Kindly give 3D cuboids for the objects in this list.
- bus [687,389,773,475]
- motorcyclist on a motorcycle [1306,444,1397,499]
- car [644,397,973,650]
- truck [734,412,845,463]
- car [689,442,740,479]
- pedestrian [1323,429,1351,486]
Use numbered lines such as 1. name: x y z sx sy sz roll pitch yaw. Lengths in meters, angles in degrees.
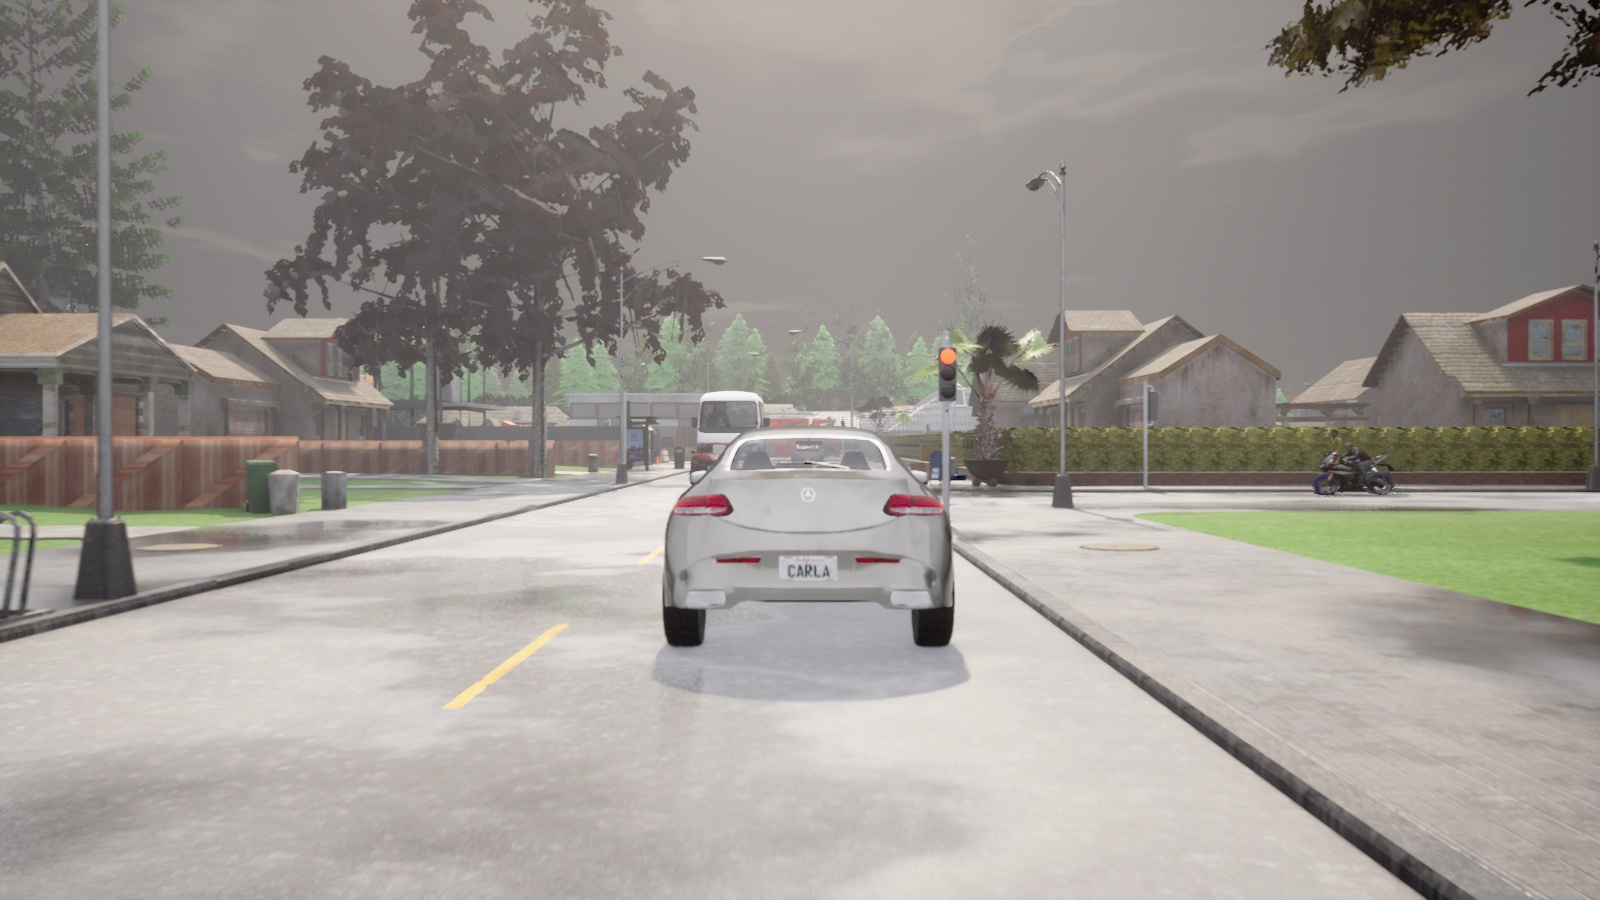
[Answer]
1. bus: -3.589 -1.014 67.570 3.944 4.253 10.273 0 1 0
2. motorcyclist on a motorcycle: 15.469 0.595 35.257 2.191 1.530 0.866 0 0 0
3. car: 0.078 0.465 10.730 2.152 1.651 5.027 0 0 1
4. truck: -0.796 -0.964 97.000 8.468 3.827 2.891 0 0 0
5. car: -3.673 0.413 54.634 1.882 1.535 5.008 0 0 0
6. pedestrian: 17.257 0.243 40.371 0.709 1.840 0.431 0 0 2
